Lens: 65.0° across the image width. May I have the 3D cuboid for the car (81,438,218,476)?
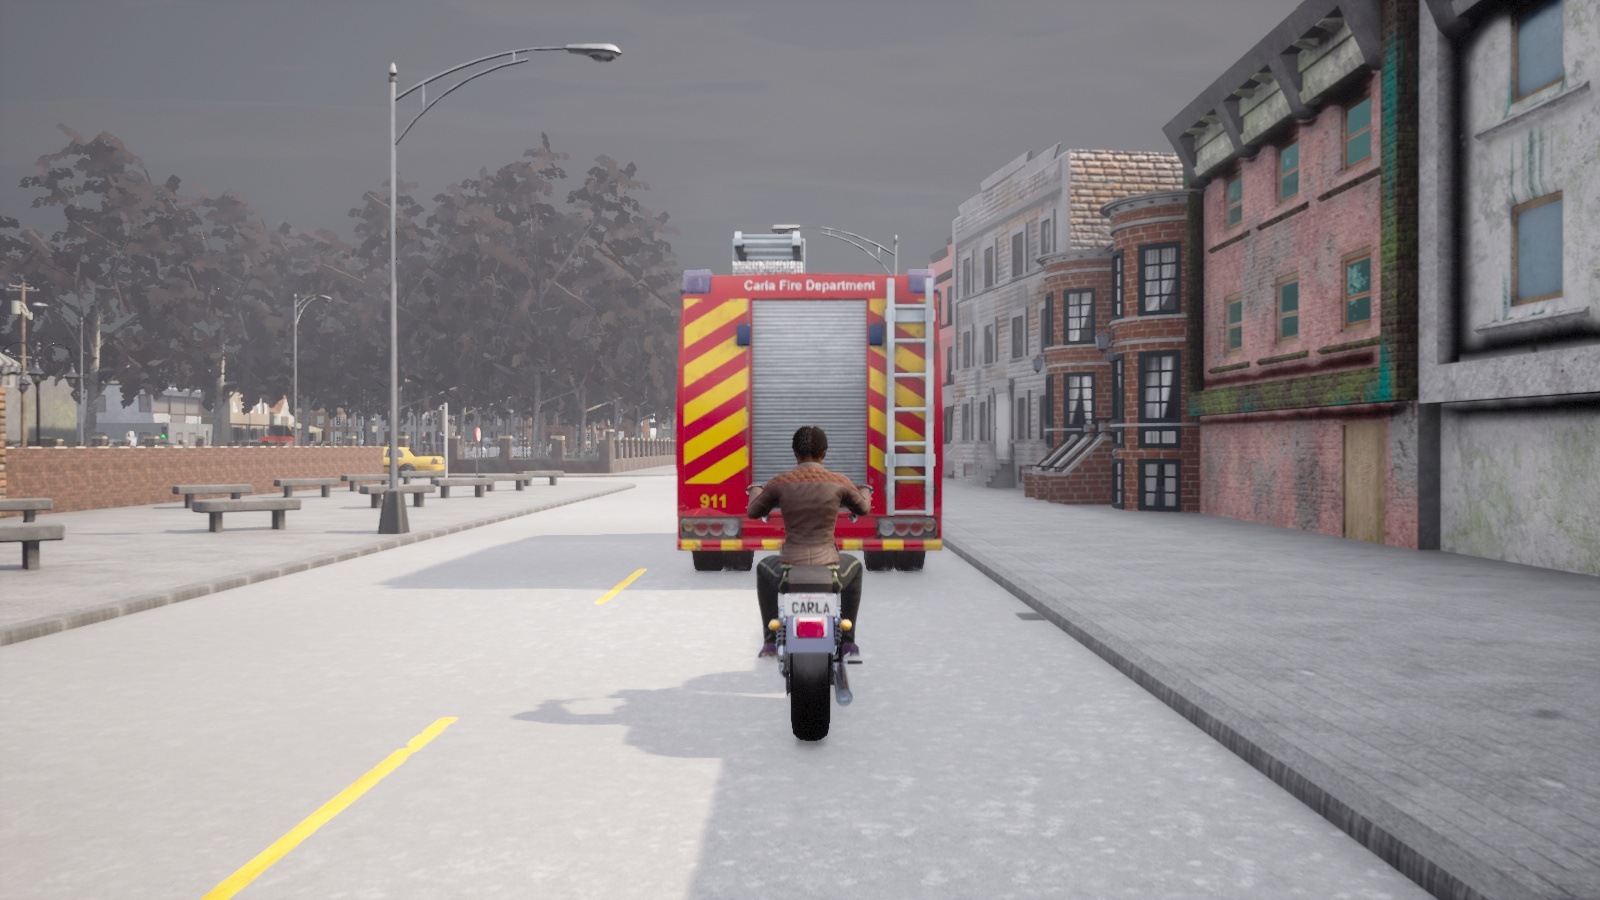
[{"bbox_3d":[-29.250,0.299,56.564,5.027,1.651,2.152,0,0,-2],"label":"car"}]

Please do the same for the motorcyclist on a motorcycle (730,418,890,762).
[{"bbox_3d":[0.056,0.671,7.203,0.766,1.649,2.350,0,0,0],"label":"motorcyclist on a motorcycle"}]

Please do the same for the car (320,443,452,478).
[{"bbox_3d":[-18.588,0.468,56.584,5.366,1.575,1.801,0,0,-2],"label":"car"}]

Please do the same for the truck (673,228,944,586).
[{"bbox_3d":[0.116,-0.480,17.651,2.891,3.827,8.468,0,0,0],"label":"truck"}]
